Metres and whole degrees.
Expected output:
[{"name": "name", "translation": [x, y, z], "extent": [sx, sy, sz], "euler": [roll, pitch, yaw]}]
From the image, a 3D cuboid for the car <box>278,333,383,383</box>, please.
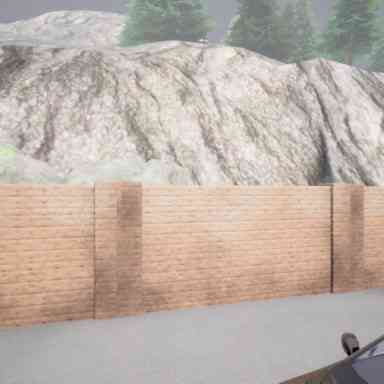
[{"name": "car", "translation": [2.193, 1.492, 1.896], "extent": [4.902, 1.511, 2.128], "euler": [0, 0, -18]}]
